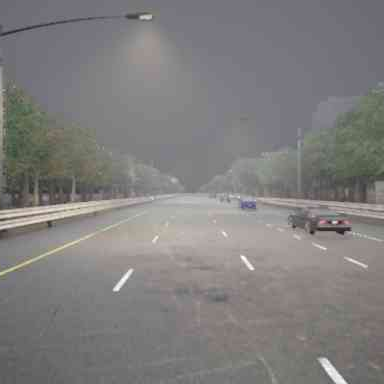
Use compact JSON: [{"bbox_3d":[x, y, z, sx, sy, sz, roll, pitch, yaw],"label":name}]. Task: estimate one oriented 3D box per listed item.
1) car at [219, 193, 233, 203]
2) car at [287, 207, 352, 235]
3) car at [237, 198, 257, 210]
[{"bbox_3d":[7.050,1.389,72.464,2.097,1.767,4.553,0,0,0],"label":"car"},{"bbox_3d":[7.004,1.548,18.819,2.033,1.411,5.357,0,0,0],"label":"car"},{"bbox_3d":[7.010,1.499,42.817,1.882,1.535,5.008,0,0,0],"label":"car"}]
